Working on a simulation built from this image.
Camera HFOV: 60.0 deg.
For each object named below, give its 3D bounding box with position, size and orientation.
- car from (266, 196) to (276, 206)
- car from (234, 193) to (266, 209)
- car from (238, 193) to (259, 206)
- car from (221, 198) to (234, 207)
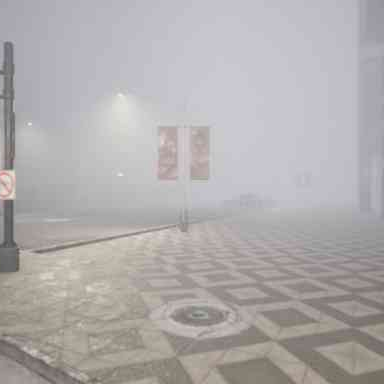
[{"bbox_3d":[12.593,1.441,55.235,2.128,1.511,4.902,0,0,26],"label":"car"},{"bbox_3d":[8.081,1.181,45.904,2.150,2.045,5.566,0,0,26],"label":"car"},{"bbox_3d":[9.685,1.174,56.687,2.150,2.045,5.566,0,0,26],"label":"car"},{"bbox_3d":[6.027,1.562,49.121,1.895,1.301,4.718,0,0,27],"label":"car"}]
